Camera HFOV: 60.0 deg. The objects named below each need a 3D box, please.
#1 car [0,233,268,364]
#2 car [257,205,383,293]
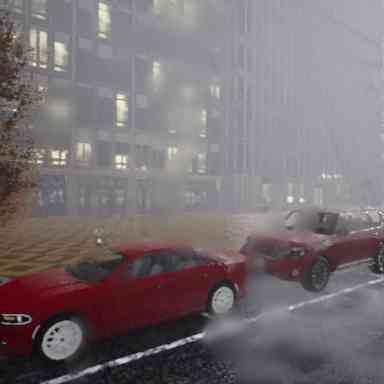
[{"bbox_3d":[-0.977,1.548,5.852,4.507,1.381,1.887,0,1,-35],"label":"car"},{"bbox_3d":[3.621,1.325,9.128,5.009,1.841,2.192,0,1,-35],"label":"car"}]
